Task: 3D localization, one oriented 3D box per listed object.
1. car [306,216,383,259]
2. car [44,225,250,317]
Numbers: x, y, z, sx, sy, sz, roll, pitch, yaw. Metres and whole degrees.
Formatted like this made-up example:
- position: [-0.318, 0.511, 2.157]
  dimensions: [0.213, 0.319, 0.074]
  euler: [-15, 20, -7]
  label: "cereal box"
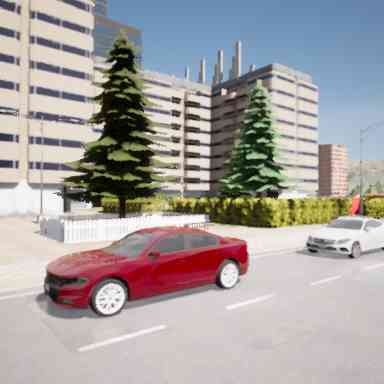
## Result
- position: [6.607, 1.731, 13.642]
  dimensions: [4.674, 1.442, 1.812]
  euler: [1, -1, -38]
  label: "car"
- position: [-0.783, 1.582, 7.889]
  dimensions: [5.008, 1.535, 1.882]
  euler: [1, -1, -38]
  label: "car"
